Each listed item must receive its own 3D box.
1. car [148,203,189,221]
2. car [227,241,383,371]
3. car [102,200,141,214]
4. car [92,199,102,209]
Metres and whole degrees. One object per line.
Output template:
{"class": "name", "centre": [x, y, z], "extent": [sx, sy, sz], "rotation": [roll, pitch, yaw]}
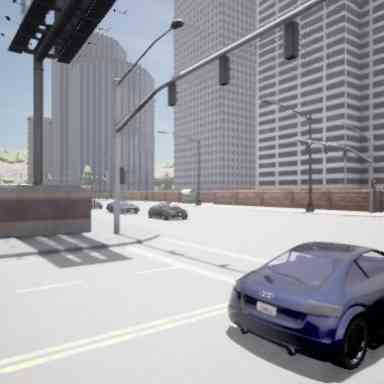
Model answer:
{"class": "car", "centre": [-2.052, 1.584, 27.975], "extent": [1.994, 1.385, 4.181], "rotation": [0, 0, -35]}
{"class": "car", "centre": [2.610, 1.572, 5.786], "extent": [4.181, 1.385, 1.994], "rotation": [0, 0, -38]}
{"class": "car", "centre": [-7.406, 1.567, 35.563], "extent": [2.033, 1.411, 5.357], "rotation": [0, 0, -35]}
{"class": "car", "centre": [-13.304, 1.584, 43.954], "extent": [1.994, 1.385, 4.181], "rotation": [0, 0, -35]}
